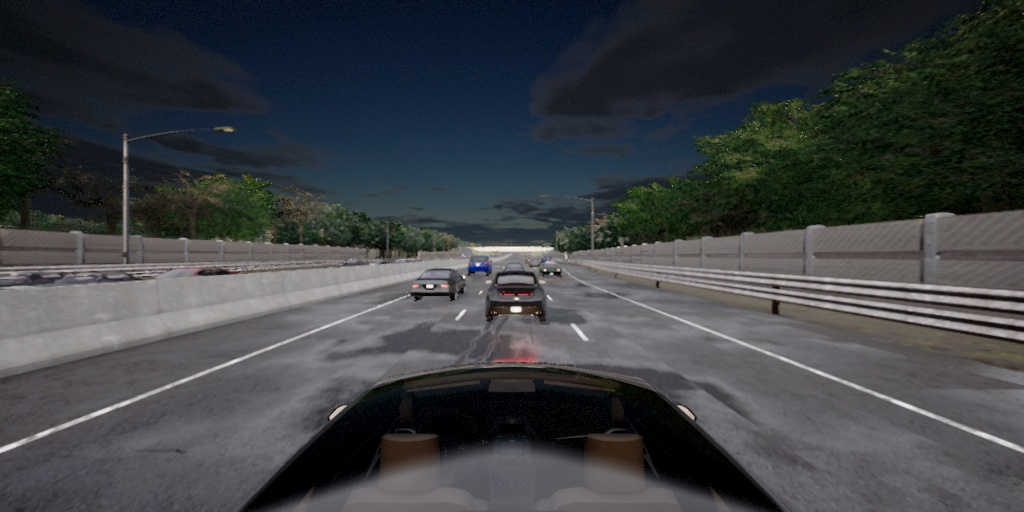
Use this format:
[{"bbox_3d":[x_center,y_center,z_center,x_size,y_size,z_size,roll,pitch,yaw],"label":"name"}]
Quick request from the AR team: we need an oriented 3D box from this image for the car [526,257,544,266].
[{"bbox_3d":[3.891,1.285,61.422,1.994,1.385,4.181,0,0,1],"label":"car"}]

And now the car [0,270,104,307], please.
[{"bbox_3d":[-21.072,1.341,15.299,1.895,1.301,4.718,0,0,0],"label":"car"}]

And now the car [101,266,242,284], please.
[{"bbox_3d":[-14.069,1.218,15.695,1.882,1.535,5.008,0,0,0],"label":"car"}]

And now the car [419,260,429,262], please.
[{"bbox_3d":[-13.721,1.296,56.799,1.994,1.385,4.181,0,0,1],"label":"car"}]

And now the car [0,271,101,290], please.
[{"bbox_3d":[-17.573,1.341,14.874,1.895,1.301,4.718,0,0,0],"label":"car"}]

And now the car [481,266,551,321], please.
[{"bbox_3d":[0.120,1.248,12.457,1.837,1.490,4.892,0,0,0],"label":"car"}]

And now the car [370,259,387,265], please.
[{"bbox_3d":[-20.726,1.223,56.162,2.128,1.511,4.902,0,0,1],"label":"car"}]

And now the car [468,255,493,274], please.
[{"bbox_3d":[-3.254,0.953,37.034,2.150,2.045,5.566,0,0,0],"label":"car"}]

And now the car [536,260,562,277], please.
[{"bbox_3d":[3.623,1.314,34.713,1.895,1.301,4.718,0,0,0],"label":"car"}]

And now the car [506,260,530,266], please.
[{"bbox_3d":[0.203,1.282,31.191,2.033,1.411,5.357,0,0,0],"label":"car"}]

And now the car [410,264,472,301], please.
[{"bbox_3d":[-3.371,1.288,17.202,2.033,1.411,5.357,0,0,0],"label":"car"}]

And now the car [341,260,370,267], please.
[{"bbox_3d":[-23.553,1.277,53.470,2.033,1.411,5.357,0,0,-2],"label":"car"}]

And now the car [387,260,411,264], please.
[{"bbox_3d":[-17.221,1.279,56.135,2.033,1.411,5.357,0,0,1],"label":"car"}]
